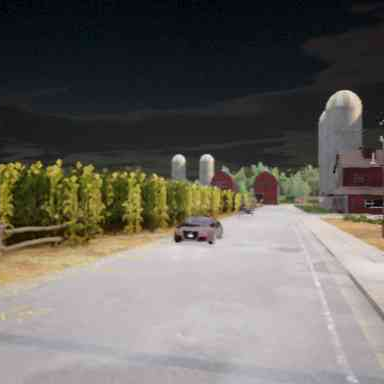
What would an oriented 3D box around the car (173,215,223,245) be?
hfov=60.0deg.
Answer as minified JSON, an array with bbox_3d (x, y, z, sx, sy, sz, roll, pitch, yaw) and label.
[{"bbox_3d":[0.441,1.969,17.994,1.994,1.385,4.181,1,-1,15],"label":"car"}]
